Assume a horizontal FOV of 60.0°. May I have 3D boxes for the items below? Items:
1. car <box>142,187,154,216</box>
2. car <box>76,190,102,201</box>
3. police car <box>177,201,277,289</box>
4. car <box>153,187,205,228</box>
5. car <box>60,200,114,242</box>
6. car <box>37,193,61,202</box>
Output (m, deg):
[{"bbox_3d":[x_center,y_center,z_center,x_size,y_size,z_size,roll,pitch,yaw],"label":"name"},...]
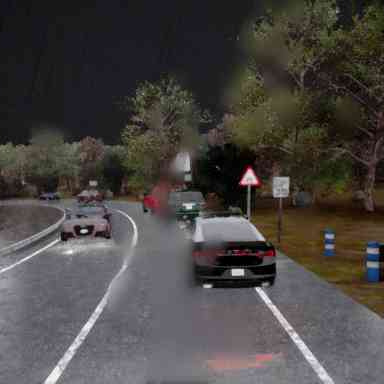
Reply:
[{"bbox_3d":[-2.359,0.636,25.312,2.150,2.045,5.566,-2,2,-18],"label":"car"},{"bbox_3d":[-13.979,0.495,44.935,2.097,1.767,4.553,-5,3,-39],"label":"car"},{"bbox_3d":[0.719,1.291,9.043,1.930,1.638,5.238,0,2,-4],"label":"police car"},{"bbox_3d":[-0.713,0.799,19.262,2.150,2.045,5.566,-1,2,-12],"label":"car"},{"bbox_3d":[-4.613,1.318,15.142,1.994,1.385,4.181,-1,1,-10],"label":"car"},{"bbox_3d":[-23.775,0.861,54.969,4.718,1.301,1.895,-2,4,38],"label":"car"}]
